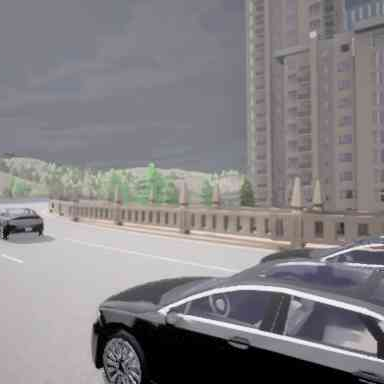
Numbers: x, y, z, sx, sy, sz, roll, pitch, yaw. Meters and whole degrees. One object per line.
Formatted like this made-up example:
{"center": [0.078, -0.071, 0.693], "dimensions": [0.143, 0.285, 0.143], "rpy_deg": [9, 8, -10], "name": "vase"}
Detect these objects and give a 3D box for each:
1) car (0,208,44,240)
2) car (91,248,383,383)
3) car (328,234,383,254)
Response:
{"center": [-9.517, 1.598, 17.887], "dimensions": [2.128, 1.511, 4.902], "rpy_deg": [0, 0, -42], "name": "car"}
{"center": [0.953, 1.506, 3.469], "dimensions": [4.902, 1.511, 2.128], "rpy_deg": [0, 0, 37], "name": "car"}
{"center": [3.494, 1.510, 5.924], "dimensions": [4.902, 1.511, 2.128], "rpy_deg": [0, 0, 37], "name": "car"}
